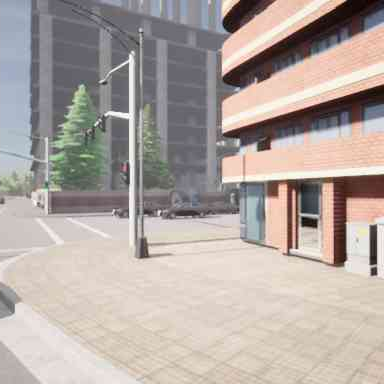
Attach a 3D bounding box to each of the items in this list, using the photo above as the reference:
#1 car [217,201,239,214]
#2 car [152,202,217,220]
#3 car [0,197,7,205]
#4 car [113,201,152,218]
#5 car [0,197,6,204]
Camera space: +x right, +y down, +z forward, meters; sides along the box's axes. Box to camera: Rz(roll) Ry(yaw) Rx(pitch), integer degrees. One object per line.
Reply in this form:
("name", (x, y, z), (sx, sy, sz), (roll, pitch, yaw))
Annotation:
("car", (2.945, 1.699, 35.460), (4.181, 1.385, 1.994), (0, 0, -28))
("car", (-0.678, 1.621, 29.681), (4.902, 1.511, 2.128), (0, 0, -27))
("car", (-38.221, 1.850, 65.652), (1.895, 1.301, 4.718), (0, 0, -27))
("car", (-4.994, 1.636, 31.410), (4.902, 1.511, 2.128), (0, 0, -27))
("car", (-42.800, 1.788, 74.480), (1.837, 1.490, 4.892), (0, 0, -27))
